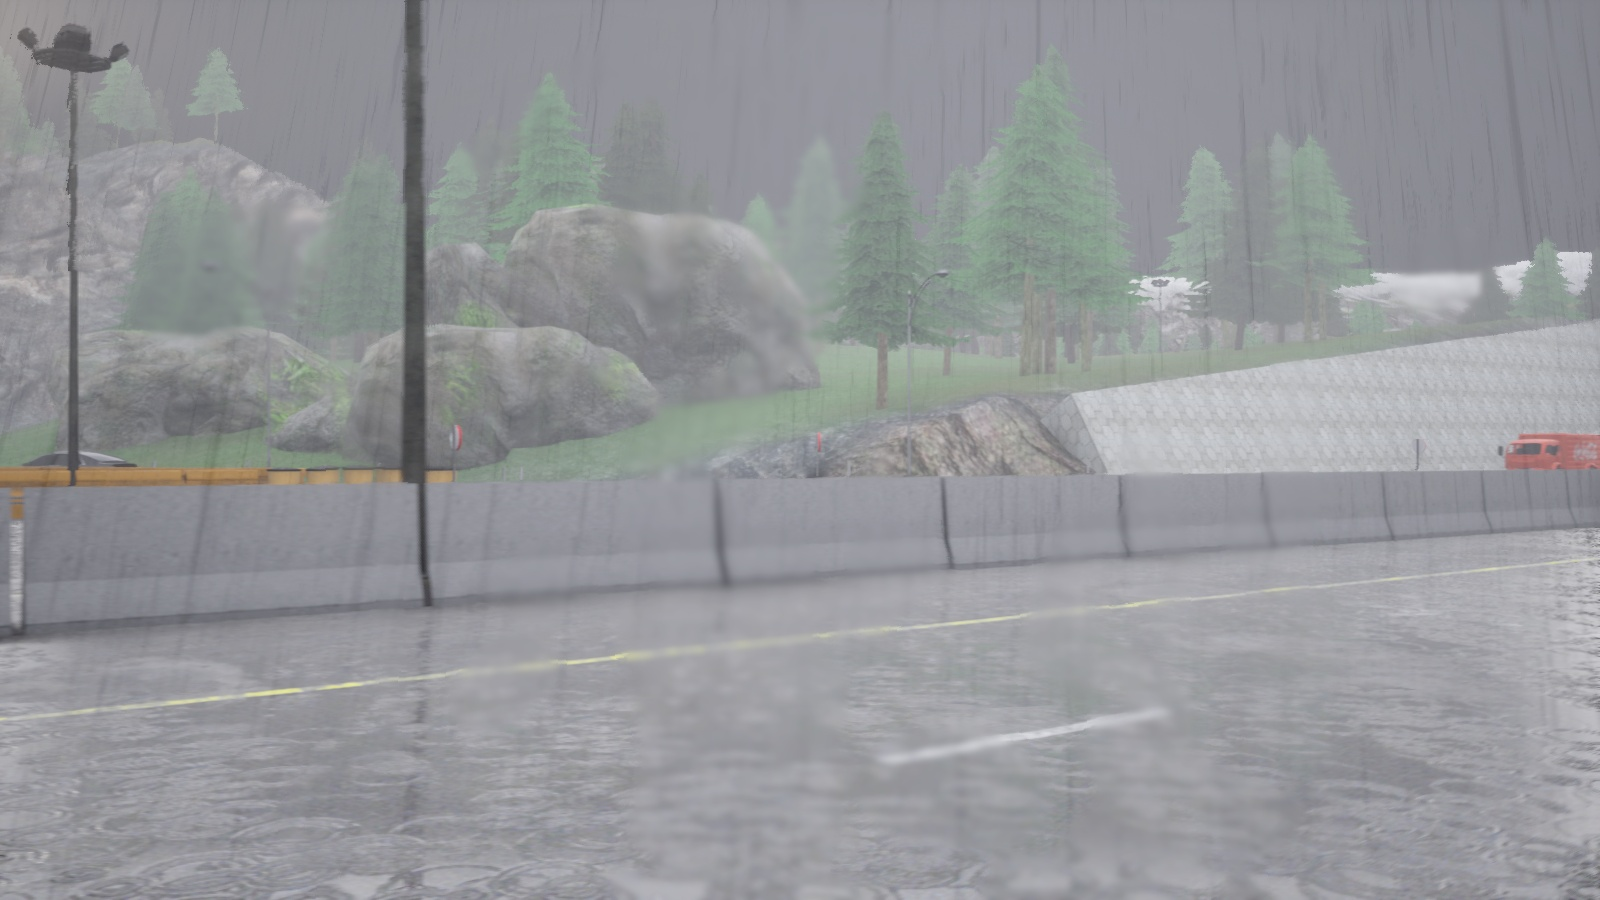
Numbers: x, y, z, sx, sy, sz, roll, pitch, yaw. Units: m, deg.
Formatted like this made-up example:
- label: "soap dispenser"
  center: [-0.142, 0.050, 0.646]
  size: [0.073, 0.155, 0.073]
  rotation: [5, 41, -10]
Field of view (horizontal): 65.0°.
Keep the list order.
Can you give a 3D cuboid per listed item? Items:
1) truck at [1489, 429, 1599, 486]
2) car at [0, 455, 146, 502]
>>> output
- label: "truck"
  center: [34.043, 0.322, 57.206]
  size: [5.204, 2.467, 2.627]
  rotation: [0, 0, -35]
- label: "car"
  center: [-24.114, 0.897, 41.077]
  size: [4.892, 1.490, 1.837]
  rotation: [0, 0, 16]
